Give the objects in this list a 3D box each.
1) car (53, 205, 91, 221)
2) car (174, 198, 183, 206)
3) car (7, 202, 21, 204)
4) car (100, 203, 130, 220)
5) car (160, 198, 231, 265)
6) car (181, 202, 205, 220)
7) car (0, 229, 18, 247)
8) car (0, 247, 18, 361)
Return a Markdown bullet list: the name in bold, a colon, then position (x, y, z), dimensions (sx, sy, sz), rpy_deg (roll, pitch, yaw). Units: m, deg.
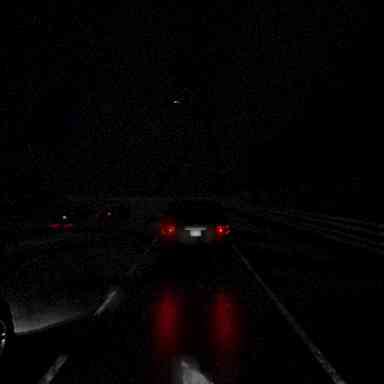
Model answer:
- **car**: position (-10.396, 1.801, 29.356), dimensions (1.895, 1.301, 4.718), rpy_deg (0, -1, 0)
- **car**: position (-3.488, 2.528, 87.406), dimensions (2.150, 2.045, 5.566), rpy_deg (0, -1, 0)
- **car**: position (-24.562, 2.039, 46.019), dimensions (1.994, 1.385, 4.181), rpy_deg (0, -1, 0)
- **car**: position (-6.896, 1.689, 30.145), dimensions (1.882, 1.535, 5.008), rpy_deg (0, -1, 0)
- **car**: position (0.102, 1.260, 11.929), dimensions (2.150, 2.045, 5.566), rpy_deg (0, 0, 0)
- **car**: position (0.104, 1.721, 31.510), dimensions (2.128, 1.511, 4.902), rpy_deg (0, -1, 0)
- **car**: position (-6.899, 1.518, 9.489), dimensions (2.128, 1.511, 4.902), rpy_deg (0, 0, 0)
- **car**: position (-3.499, 1.569, 3.017), dimensions (1.994, 1.385, 4.181), rpy_deg (0, 0, 0)
